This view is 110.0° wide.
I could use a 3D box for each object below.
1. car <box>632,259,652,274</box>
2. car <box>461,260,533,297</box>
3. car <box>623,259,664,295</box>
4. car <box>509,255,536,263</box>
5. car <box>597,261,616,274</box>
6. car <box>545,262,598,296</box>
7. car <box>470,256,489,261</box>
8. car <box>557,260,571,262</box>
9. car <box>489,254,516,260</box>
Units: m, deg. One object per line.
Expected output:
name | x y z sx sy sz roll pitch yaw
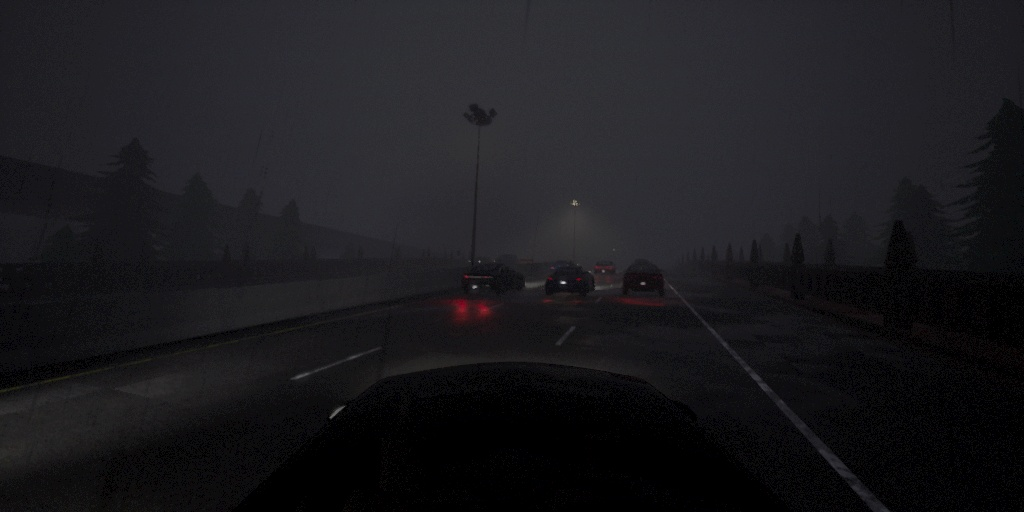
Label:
car | 13.596 1.061 37.581 1.837 1.490 4.892 0 0 20
car | -0.812 1.142 18.118 2.128 1.511 4.902 0 0 20
car | 7.000 1.136 19.167 1.882 1.535 5.008 0 0 20
car | 1.737 0.980 46.452 1.882 1.535 5.008 0 -1 20
car | 9.633 1.156 36.898 1.895 1.301 4.718 0 0 20
car | 3.098 1.218 18.655 1.994 1.385 4.181 0 0 20
car | -4.433 0.838 49.964 2.097 1.767 4.553 0 0 20
car | 5.074 1.109 34.550 2.033 1.411 5.357 0 0 20
car | -0.747 0.735 49.833 2.150 2.045 5.566 0 -1 20
